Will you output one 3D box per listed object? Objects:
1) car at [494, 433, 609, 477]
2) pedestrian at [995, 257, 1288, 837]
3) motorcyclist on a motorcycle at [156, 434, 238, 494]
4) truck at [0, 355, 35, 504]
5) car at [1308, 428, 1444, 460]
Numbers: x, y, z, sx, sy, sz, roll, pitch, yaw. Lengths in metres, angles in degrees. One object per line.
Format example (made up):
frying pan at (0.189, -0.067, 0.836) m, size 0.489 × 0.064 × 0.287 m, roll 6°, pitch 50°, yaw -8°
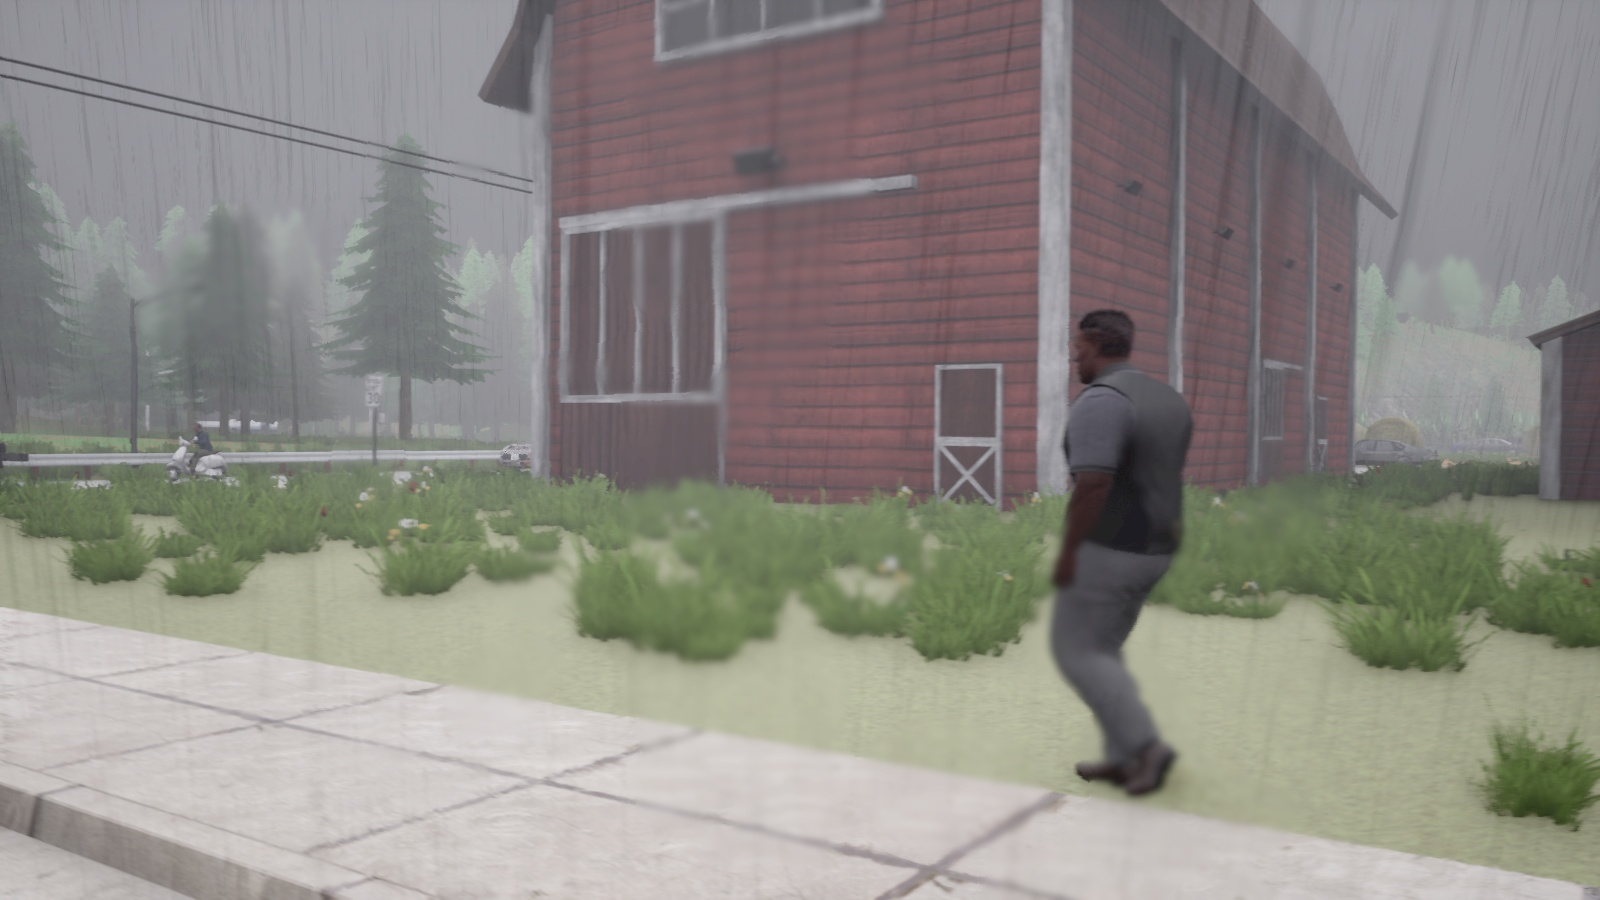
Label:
car at (-8.965, 0.156, 45.542) m, size 1.970 × 1.475 × 3.806 m, roll 0°, pitch 1°, yaw 35°
pedestrian at (1.233, 0.313, 4.573) m, size 0.563 × 1.883 × 0.849 m, roll -1°, pitch 1°, yaw -45°
motorcyclist on a motorcycle at (-16.564, 0.364, 34.532) m, size 0.866 × 1.590 × 1.817 m, roll 0°, pitch 1°, yaw 35°
truck at (-21.581, -0.426, 27.264) m, size 2.891 × 3.462 × 7.936 m, roll 0°, pitch 1°, yaw 35°
car at (26.314, -0.273, 57.442) m, size 5.357 × 1.411 × 2.033 m, roll 0°, pitch 1°, yaw 34°
